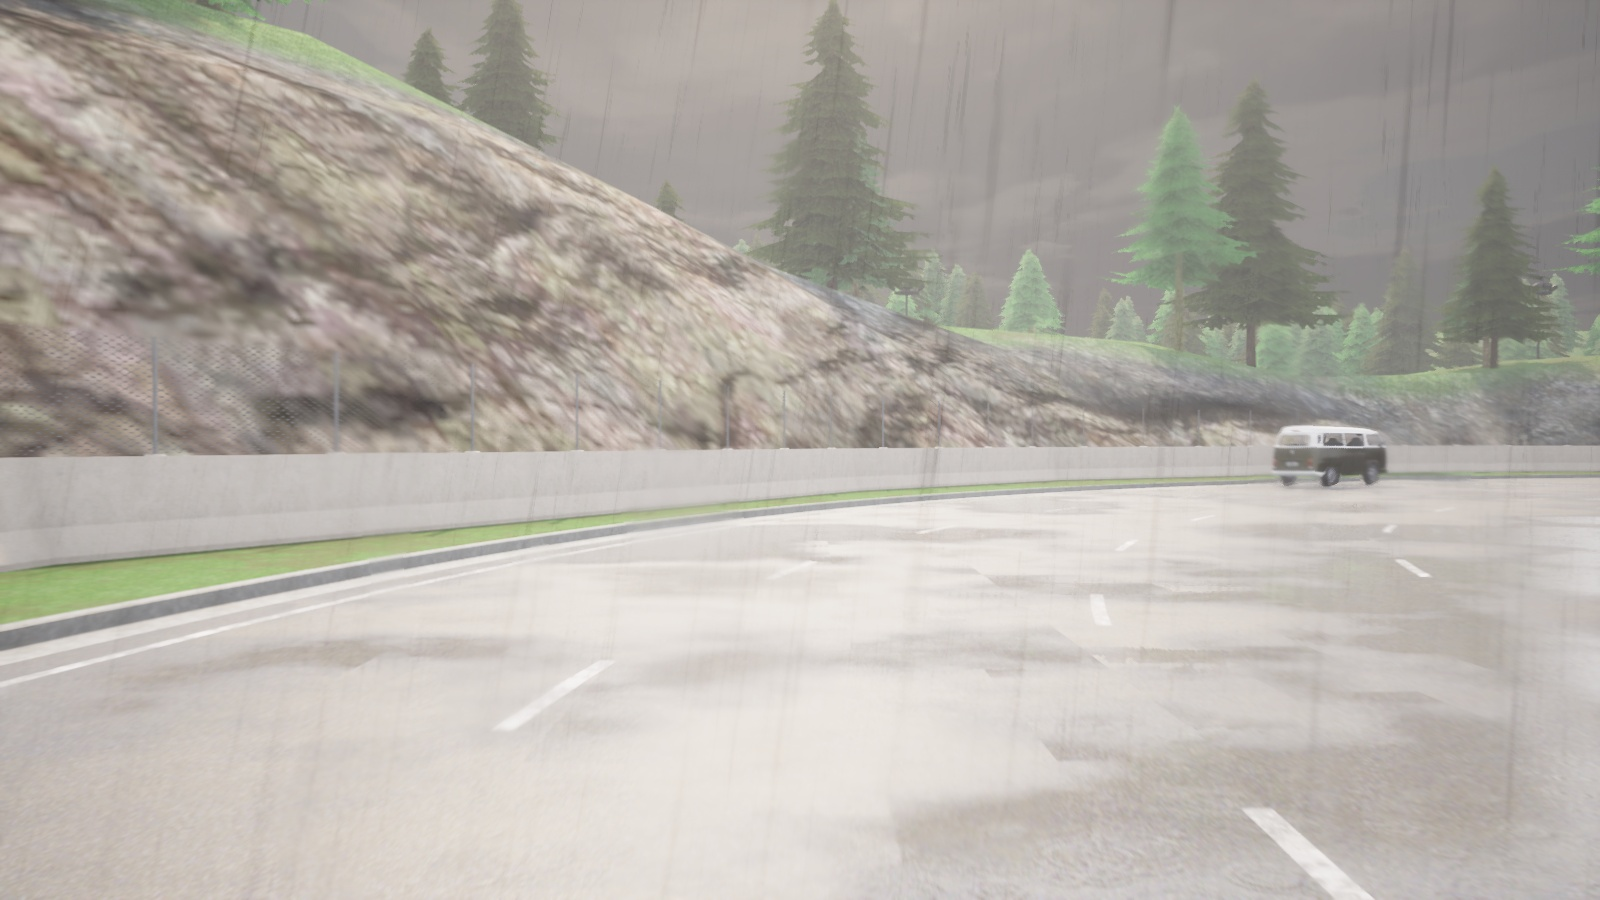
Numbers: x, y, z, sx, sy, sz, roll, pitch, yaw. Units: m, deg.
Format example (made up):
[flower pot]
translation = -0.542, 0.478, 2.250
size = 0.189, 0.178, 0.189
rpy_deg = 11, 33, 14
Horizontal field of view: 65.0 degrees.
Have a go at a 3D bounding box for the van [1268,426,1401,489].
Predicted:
[van]
translation = 18.311, 0.243, 42.971
size = 4.480, 2.038, 2.069
rpy_deg = 0, 0, -34
